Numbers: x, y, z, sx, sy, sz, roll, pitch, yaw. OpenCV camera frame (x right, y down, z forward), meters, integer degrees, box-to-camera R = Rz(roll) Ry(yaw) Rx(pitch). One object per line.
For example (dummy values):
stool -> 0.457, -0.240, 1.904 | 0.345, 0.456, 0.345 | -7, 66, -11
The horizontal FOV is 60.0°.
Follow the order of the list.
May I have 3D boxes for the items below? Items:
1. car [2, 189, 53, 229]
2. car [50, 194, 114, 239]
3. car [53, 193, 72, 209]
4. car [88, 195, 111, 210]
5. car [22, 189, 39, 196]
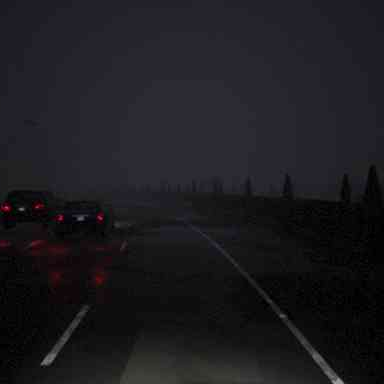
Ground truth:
car -> -9.055, 0.909, 19.298 | 2.150, 2.045, 5.566 | 0, 1, -11
car -> -4.917, 1.094, 15.833 | 2.097, 1.767, 4.553 | 0, 1, -8
car -> -14.256, 0.935, 36.558 | 1.812, 1.442, 4.674 | 0, 1, -22
car -> -9.625, 1.044, 34.307 | 1.895, 1.301, 4.718 | 0, 1, -20
car -> -41.636, 0.073, 85.849 | 5.366, 1.575, 1.801 | 1, 1, 37
